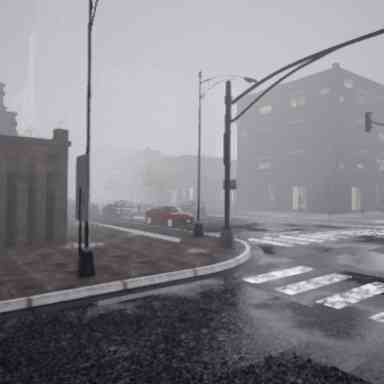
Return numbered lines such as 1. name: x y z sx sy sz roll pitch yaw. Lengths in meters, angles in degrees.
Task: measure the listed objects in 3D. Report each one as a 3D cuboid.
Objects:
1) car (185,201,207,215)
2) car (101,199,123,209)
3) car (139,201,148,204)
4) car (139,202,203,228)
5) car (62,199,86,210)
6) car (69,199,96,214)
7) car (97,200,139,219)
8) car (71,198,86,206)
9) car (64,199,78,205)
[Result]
1. car: -0.209 1.655 35.433 1.967 1.590 4.097 0 -1 -35
2. car: -12.894 1.932 53.472 1.752 1.417 4.829 0 -1 -35
3. car: -6.937 1.654 34.745 2.128 1.511 4.902 1 -1 -35
4. car: -1.501 1.555 22.204 1.887 1.381 4.507 0 -1 -35
5. car: -18.118 1.844 50.908 2.128 1.511 4.902 1 -1 -35
6. car: -11.816 1.731 36.958 1.947 1.339 4.313 0 -1 -35
7. car: -6.659 1.669 29.580 1.802 1.307 4.206 0 -1 -35
8. car: -23.307 2.007 68.245 1.967 1.590 4.097 0 -1 -35
9. car: -26.476 2.199 72.779 1.802 1.307 4.206 0 -1 -35
